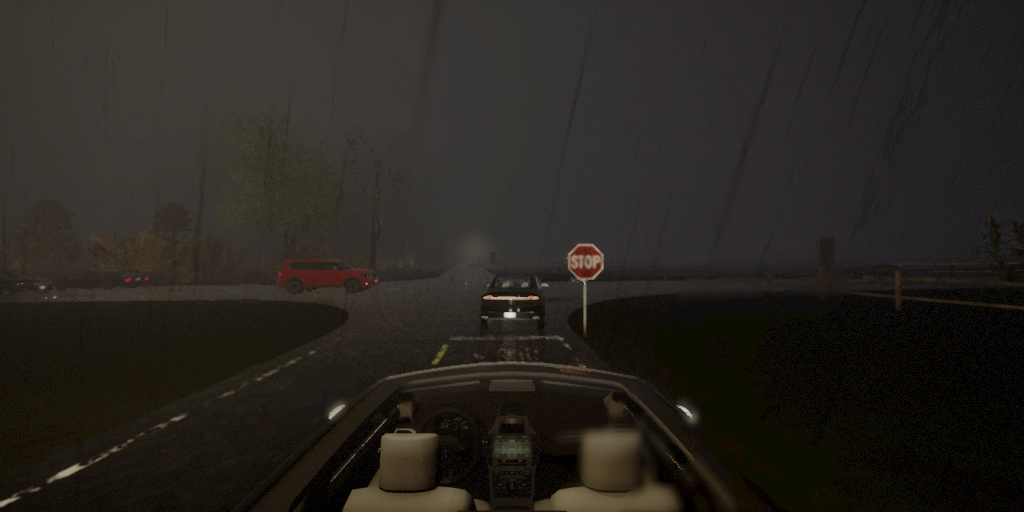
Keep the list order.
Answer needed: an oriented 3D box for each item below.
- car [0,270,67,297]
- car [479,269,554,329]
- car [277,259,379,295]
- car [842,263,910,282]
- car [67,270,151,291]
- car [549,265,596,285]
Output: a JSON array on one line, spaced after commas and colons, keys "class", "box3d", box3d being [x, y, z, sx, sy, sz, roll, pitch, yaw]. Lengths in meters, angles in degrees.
[{"class": "car", "box3d": [-30.004, 1.590, 20.978, 4.902, 1.511, 2.128, 0, 0, -2]}, {"class": "car", "box3d": [0.155, 1.317, 11.613, 2.128, 1.511, 4.902, 0, 0, 5]}, {"class": "car", "box3d": [-11.077, 1.193, 21.783, 5.566, 2.045, 2.150, 0, 0, -3]}, {"class": "car", "box3d": [28.828, 1.263, 28.493, 4.181, 1.385, 1.994, 0, 0, -5]}, {"class": "car", "box3d": [-28.357, 1.654, 24.725, 5.357, 1.411, 2.033, 0, 0, -2]}, {"class": "car", "box3d": [3.725, 1.439, 27.661, 5.357, 1.411, 2.033, -1, 0, 20]}]
